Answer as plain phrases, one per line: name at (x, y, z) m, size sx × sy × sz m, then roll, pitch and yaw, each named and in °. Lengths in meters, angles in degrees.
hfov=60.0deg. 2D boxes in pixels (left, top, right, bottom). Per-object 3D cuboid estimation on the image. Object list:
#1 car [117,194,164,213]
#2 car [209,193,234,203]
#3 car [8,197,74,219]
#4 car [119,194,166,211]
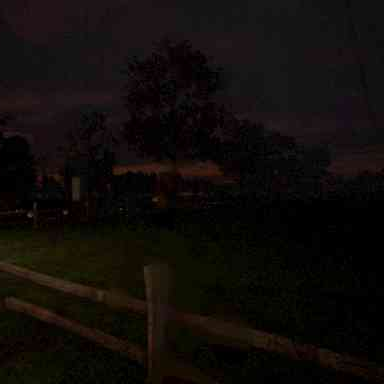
car at (-4.670, 1.088, 30.482) m, size 1.837 × 1.490 × 4.892 m, roll 0°, pitch 1°, yaw 37°
car at (4.230, 0.820, 47.400) m, size 1.994 × 1.385 × 4.181 m, roll 0°, pitch 1°, yaw 37°
car at (-11.657, 1.218, 25.991) m, size 1.837 × 1.490 × 4.892 m, roll 0°, pitch 1°, yaw 37°
car at (-5.076, 0.998, 34.879) m, size 1.882 × 1.535 × 5.008 m, roll 0°, pitch 1°, yaw 36°
